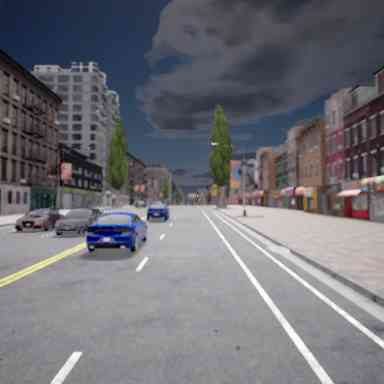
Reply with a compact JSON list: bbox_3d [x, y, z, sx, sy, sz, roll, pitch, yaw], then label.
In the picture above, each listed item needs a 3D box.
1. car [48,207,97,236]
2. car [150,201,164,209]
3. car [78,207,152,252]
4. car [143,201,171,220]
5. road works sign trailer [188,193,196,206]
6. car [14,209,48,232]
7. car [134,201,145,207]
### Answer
[{"bbox_3d":[-6.590,1.712,20.043,1.837,1.490,4.892,0,-1,0],"label":"car"},{"bbox_3d":[-6.488,2.409,62.001,2.033,1.411,5.357,0,-1,1],"label":"car"},{"bbox_3d":[-3.144,1.625,14.735,1.882,1.535,5.008,0,-1,0],"label":"car"},{"bbox_3d":[-3.136,1.825,31.769,1.882,1.535,5.008,0,-1,0],"label":"car"},{"bbox_3d":[0.043,2.088,91.496,2.380,3.560,2.880,0,-2,0],"label":"road works sign trailer"},{"bbox_3d":[-9.838,1.793,21.944,1.994,1.385,4.181,0,-1,0],"label":"car"},{"bbox_3d":[-9.735,2.425,63.672,1.812,1.442,4.674,0,-1,0],"label":"car"}]
